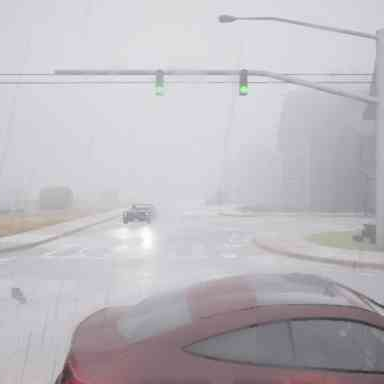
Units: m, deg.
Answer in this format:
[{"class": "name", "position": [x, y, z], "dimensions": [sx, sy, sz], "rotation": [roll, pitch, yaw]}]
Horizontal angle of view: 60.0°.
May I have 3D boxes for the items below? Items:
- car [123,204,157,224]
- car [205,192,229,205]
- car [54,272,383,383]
[{"class": "car", "position": [-3.679, 1.524, 24.023], "dimensions": [1.895, 1.301, 4.718], "rotation": [0, 0, 0]}, {"class": "car", "position": [3.945, 0.994, 52.638], "dimensions": [1.905, 1.878, 3.866], "rotation": [-8, 4, -42]}, {"class": "car", "position": [1.167, 1.557, 3.088], "dimensions": [4.674, 1.442, 1.812], "rotation": [0, 0, 1]}]
